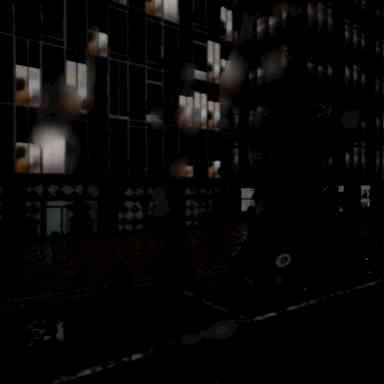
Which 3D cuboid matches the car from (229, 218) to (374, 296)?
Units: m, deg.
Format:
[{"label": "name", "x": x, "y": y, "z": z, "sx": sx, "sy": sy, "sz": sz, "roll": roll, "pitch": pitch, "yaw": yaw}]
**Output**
[{"label": "car", "x": 2.889, "y": 1.472, "z": 8.633, "sx": 4.097, "sy": 1.590, "sz": 1.967, "roll": 0, "pitch": -1, "yaw": -35}]
